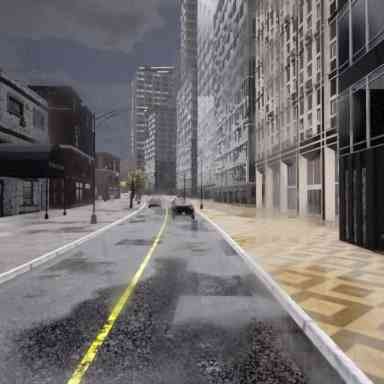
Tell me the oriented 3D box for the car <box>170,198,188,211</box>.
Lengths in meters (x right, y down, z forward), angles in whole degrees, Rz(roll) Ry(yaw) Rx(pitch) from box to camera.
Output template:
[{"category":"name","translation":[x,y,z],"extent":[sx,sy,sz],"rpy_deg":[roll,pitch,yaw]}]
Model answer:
[{"category":"car","translation":[-1.661,1.533,41.110],"extent":[2.033,1.411,5.357],"rpy_deg":[0,0,-4]}]

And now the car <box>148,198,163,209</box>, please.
[{"category":"car","translation":[-4.937,1.526,45.017],"extent":[2.033,1.411,5.357],"rpy_deg":[0,0,-5]}]

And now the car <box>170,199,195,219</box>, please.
[{"category":"car","translation":[-0.803,1.485,28.921],"extent":[2.128,1.511,4.902],"rpy_deg":[0,0,-3]}]
